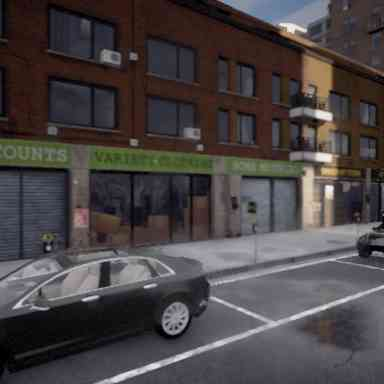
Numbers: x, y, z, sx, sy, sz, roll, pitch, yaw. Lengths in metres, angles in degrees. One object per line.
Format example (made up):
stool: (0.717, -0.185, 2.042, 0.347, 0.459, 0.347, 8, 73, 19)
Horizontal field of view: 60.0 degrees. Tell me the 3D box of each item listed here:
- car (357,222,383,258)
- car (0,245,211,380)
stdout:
car: (7.525, 1.553, 11.556, 4.313, 1.339, 1.947, 0, 0, -36)
car: (-1.726, 1.549, 4.956, 4.403, 1.369, 2.008, 0, 0, -36)
